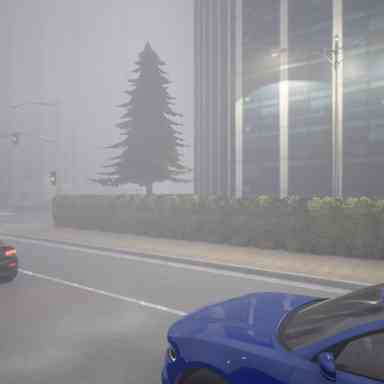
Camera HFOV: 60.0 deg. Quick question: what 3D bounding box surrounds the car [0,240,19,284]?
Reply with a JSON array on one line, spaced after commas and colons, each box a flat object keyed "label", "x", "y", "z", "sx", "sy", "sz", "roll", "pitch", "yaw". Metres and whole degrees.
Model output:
[{"label": "car", "x": -6.134, "y": 1.526, "z": 8.321, "sx": 4.674, "sy": 1.442, "sz": 1.812, "roll": 0, "pitch": 0, "yaw": 36}]

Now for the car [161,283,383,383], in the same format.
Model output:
[{"label": "car", "x": 1.994, "y": 1.478, "z": 2.571, "sx": 5.008, "sy": 1.535, "sz": 1.882, "roll": 0, "pitch": 0, "yaw": 36}]

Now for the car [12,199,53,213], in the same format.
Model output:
[{"label": "car", "x": -17.157, "y": 1.547, "z": 37.407, "sx": 2.033, "sy": 1.411, "sz": 5.357, "roll": 0, "pitch": 0, "yaw": 36}]
